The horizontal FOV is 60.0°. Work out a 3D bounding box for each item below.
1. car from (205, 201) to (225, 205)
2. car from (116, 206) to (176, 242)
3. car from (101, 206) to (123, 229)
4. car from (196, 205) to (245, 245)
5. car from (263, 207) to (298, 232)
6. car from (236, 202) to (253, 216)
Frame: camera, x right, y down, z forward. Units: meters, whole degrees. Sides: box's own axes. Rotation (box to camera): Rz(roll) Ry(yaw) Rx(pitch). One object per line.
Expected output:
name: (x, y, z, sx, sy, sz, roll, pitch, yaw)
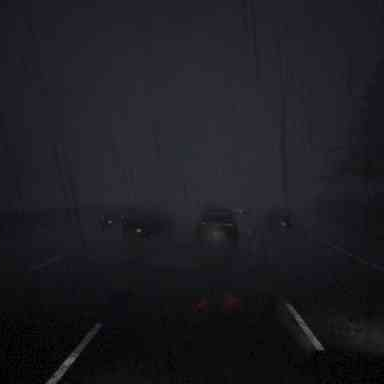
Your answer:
car: (2.607, 1.795, 38.771, 1.837, 1.490, 4.892, 0, 0, 17)
car: (-2.062, 1.601, 17.355, 1.882, 1.535, 5.008, 0, 0, 7)
car: (-4.721, 1.684, 22.984, 1.812, 1.442, 4.674, 0, 0, 9)
car: (1.327, 1.614, 16.295, 2.128, 1.511, 4.902, 0, 0, 7)
car: (5.613, 1.694, 21.279, 1.812, 1.442, 4.674, 0, 0, 9)
car: (5.723, 1.809, 37.083, 1.812, 1.442, 4.674, 0, 0, 16)
